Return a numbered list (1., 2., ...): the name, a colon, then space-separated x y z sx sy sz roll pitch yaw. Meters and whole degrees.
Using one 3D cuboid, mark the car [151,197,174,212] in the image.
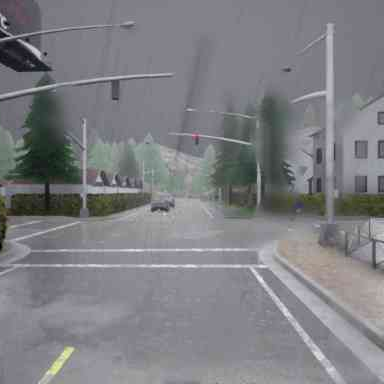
1. car: -3.568 1.547 38.440 2.033 1.411 5.357 0 0 0
